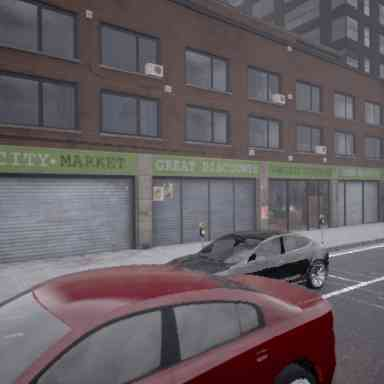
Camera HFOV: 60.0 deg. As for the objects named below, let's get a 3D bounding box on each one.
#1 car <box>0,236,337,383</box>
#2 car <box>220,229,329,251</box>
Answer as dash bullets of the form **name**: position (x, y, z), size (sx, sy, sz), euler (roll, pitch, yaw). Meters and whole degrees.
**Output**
- **car**: position (-0.815, 1.477, 2.799), size (5.008, 1.535, 1.882), euler (0, 0, -36)
- **car**: position (1.346, 1.564, 7.511), size (4.313, 1.339, 1.947), euler (0, -1, -36)
